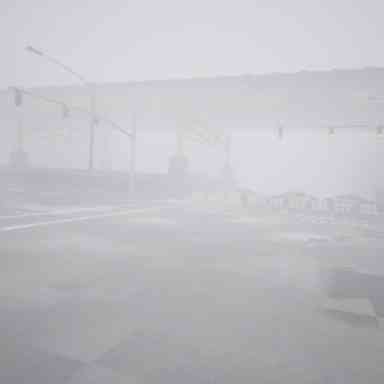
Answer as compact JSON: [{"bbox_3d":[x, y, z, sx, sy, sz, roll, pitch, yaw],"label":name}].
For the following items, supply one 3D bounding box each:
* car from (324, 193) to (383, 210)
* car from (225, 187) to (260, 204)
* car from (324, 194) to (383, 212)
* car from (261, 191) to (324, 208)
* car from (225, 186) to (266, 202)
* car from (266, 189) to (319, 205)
[{"bbox_3d":[14.804,0.826,30.660,1.853,1.218,4.536,1,3,-38],"label":"car"},{"bbox_3d":[5.362,0.342,33.810,2.038,1.542,4.974,2,2,-23],"label":"car"},{"bbox_3d":[14.827,0.987,30.626,2.038,1.542,4.974,1,3,-38],"label":"car"},{"bbox_3d":[9.593,0.646,32.009,4.974,1.542,2.038,3,2,-13],"label":"car"},{"bbox_3d":[5.350,0.182,33.851,1.853,1.218,4.536,2,2,-23],"label":"car"},{"bbox_3d":[9.652,0.491,32.015,4.536,1.218,1.853,3,2,-13],"label":"car"}]
